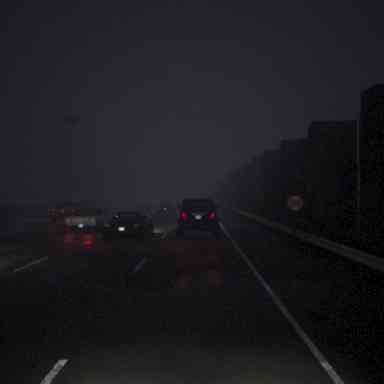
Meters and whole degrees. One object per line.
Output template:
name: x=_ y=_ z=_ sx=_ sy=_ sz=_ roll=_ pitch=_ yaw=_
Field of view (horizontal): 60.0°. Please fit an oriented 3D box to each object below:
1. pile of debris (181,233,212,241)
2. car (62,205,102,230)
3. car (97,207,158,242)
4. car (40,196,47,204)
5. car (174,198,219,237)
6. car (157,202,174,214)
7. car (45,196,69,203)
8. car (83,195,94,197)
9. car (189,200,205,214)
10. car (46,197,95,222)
pile of debris: x=0.223 y=2.281 z=16.989 sx=1.500 sy=0.140 sz=1.860 roll=0 pitch=0 yaw=1
car: x=-6.584 y=1.733 z=22.080 sx=1.895 sy=1.301 sz=4.718 roll=0 pitch=0 yaw=1
car: x=-3.172 y=1.668 z=17.158 sx=1.994 sy=1.385 sz=4.181 roll=0 pitch=0 yaw=1
car: x=-33.701 y=1.796 z=77.430 sx=2.097 sy=1.767 sz=4.553 roll=0 pitch=0 yaw=-9
car: x=0.361 y=1.341 z=19.072 sx=2.150 sy=2.045 sz=5.566 roll=0 pitch=0 yaw=1
car: x=-2.925 y=1.796 z=37.856 sx=1.994 sy=1.385 sz=4.181 roll=0 pitch=0 yaw=0
car: x=-24.618 y=1.903 z=61.139 sx=2.033 sy=1.411 sz=5.357 roll=0 pitch=0 yaw=-4
car: x=-22.028 y=1.642 z=70.538 sx=2.150 sy=2.045 sz=5.566 roll=0 pitch=0 yaw=-7
car: x=0.569 y=1.754 z=40.118 sx=1.837 sy=1.490 sz=4.892 roll=0 pitch=0 yaw=0
car: x=-9.985 y=1.517 z=27.972 sx=2.097 sy=1.767 sz=4.553 roll=0 pitch=0 yaw=1
